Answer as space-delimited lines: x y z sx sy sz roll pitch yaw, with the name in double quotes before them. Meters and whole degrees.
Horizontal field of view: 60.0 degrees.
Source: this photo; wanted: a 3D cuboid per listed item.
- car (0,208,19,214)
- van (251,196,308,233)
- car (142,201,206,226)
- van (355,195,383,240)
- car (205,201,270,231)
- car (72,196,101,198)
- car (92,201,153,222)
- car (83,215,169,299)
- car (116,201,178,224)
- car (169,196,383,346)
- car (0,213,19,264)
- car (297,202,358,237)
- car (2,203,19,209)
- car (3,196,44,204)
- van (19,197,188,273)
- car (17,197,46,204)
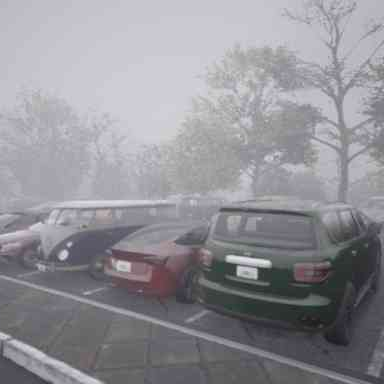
"car" -6.756 1.535 13.047 2.163 1.488 4.792 -1 0 36
"van" 5.451 1.229 20.289 1.878 1.987 4.442 -1 0 36
"car" -1.240 1.527 25.213 2.231 1.521 4.892 -1 0 36
"van" 9.836 1.199 17.151 1.878 1.987 4.442 0 0 36
"car" 3.162 1.476 21.843 1.946 1.575 5.366 -1 0 36
"car" -8.015 1.472 30.030 2.185 1.767 4.553 -1 0 36
"car" -5.847 1.574 28.511 2.097 1.535 5.008 -1 0 36
"car" 0.057 1.463 8.245 2.163 1.488 4.792 0 0 36
"car" -3.492 1.550 26.826 2.097 1.535 5.008 -1 0 36
"car" 2.295 1.174 6.642 2.435 2.045 5.566 1 0 36
"car" -4.478 1.521 11.457 2.002 1.452 4.674 -1 0 36
"car" 7.777 1.431 18.775 2.097 1.535 5.008 -1 0 36
"car" -11.250 1.552 16.306 2.097 1.535 5.008 -1 0 36
"car" -16.989 1.448 36.524 2.435 2.045 5.566 -1 -1 36
"van" -2.292 1.232 9.746 1.878 1.987 4.442 -1 0 36
"car" -14.859 1.667 34.738 1.946 1.575 5.366 -1 0 36
